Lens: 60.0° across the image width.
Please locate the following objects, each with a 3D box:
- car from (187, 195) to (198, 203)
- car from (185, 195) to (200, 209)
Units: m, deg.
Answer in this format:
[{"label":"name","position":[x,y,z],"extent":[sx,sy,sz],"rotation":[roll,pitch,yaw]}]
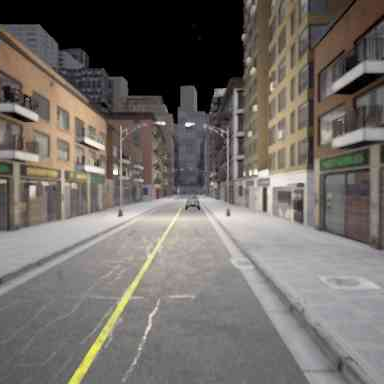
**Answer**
[{"label":"car","position":[0.078,1.314,63.339],"extent":[2.128,1.511,4.902],"rotation":[0,0,0]},{"label":"car","position":[0.085,1.424,42.804],"extent":[2.033,1.411,5.357],"rotation":[0,0,0]}]
